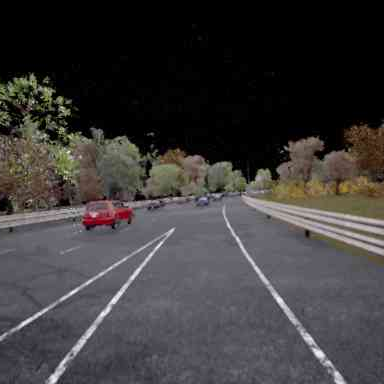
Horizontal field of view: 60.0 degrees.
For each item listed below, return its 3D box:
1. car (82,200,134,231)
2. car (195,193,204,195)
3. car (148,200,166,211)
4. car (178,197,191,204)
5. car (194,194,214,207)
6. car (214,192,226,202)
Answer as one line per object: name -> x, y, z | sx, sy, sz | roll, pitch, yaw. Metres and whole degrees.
car -> -6.066, 1.660, 24.606 | 2.150, 2.045, 5.566 | -4, 0, 8
car -> 1.959, 1.298, 71.502 | 2.150, 2.045, 5.566 | -4, 0, 12
car -> -5.383, 1.998, 51.221 | 1.837, 1.490, 4.892 | -4, 0, 10
car -> -1.634, 1.857, 71.252 | 2.033, 1.411, 5.357 | -4, 0, 11
car -> 1.933, 1.529, 52.460 | 1.812, 1.442, 4.674 | -4, 0, 10
car -> 5.578, 1.355, 71.660 | 1.812, 1.442, 4.674 | -4, 0, 12
